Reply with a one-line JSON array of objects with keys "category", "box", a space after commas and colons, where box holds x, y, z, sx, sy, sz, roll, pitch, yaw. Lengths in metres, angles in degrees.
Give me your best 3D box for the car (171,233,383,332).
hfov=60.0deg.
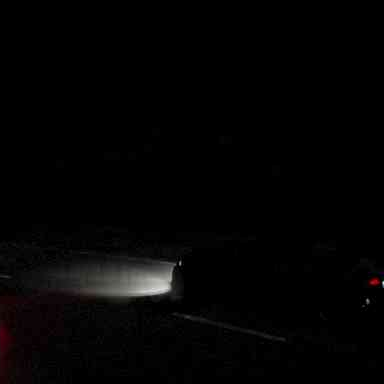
[{"category": "car", "box": [1.626, 1.557, 6.831, 4.181, 1.385, 1.994, 0, 0, 34]}]
